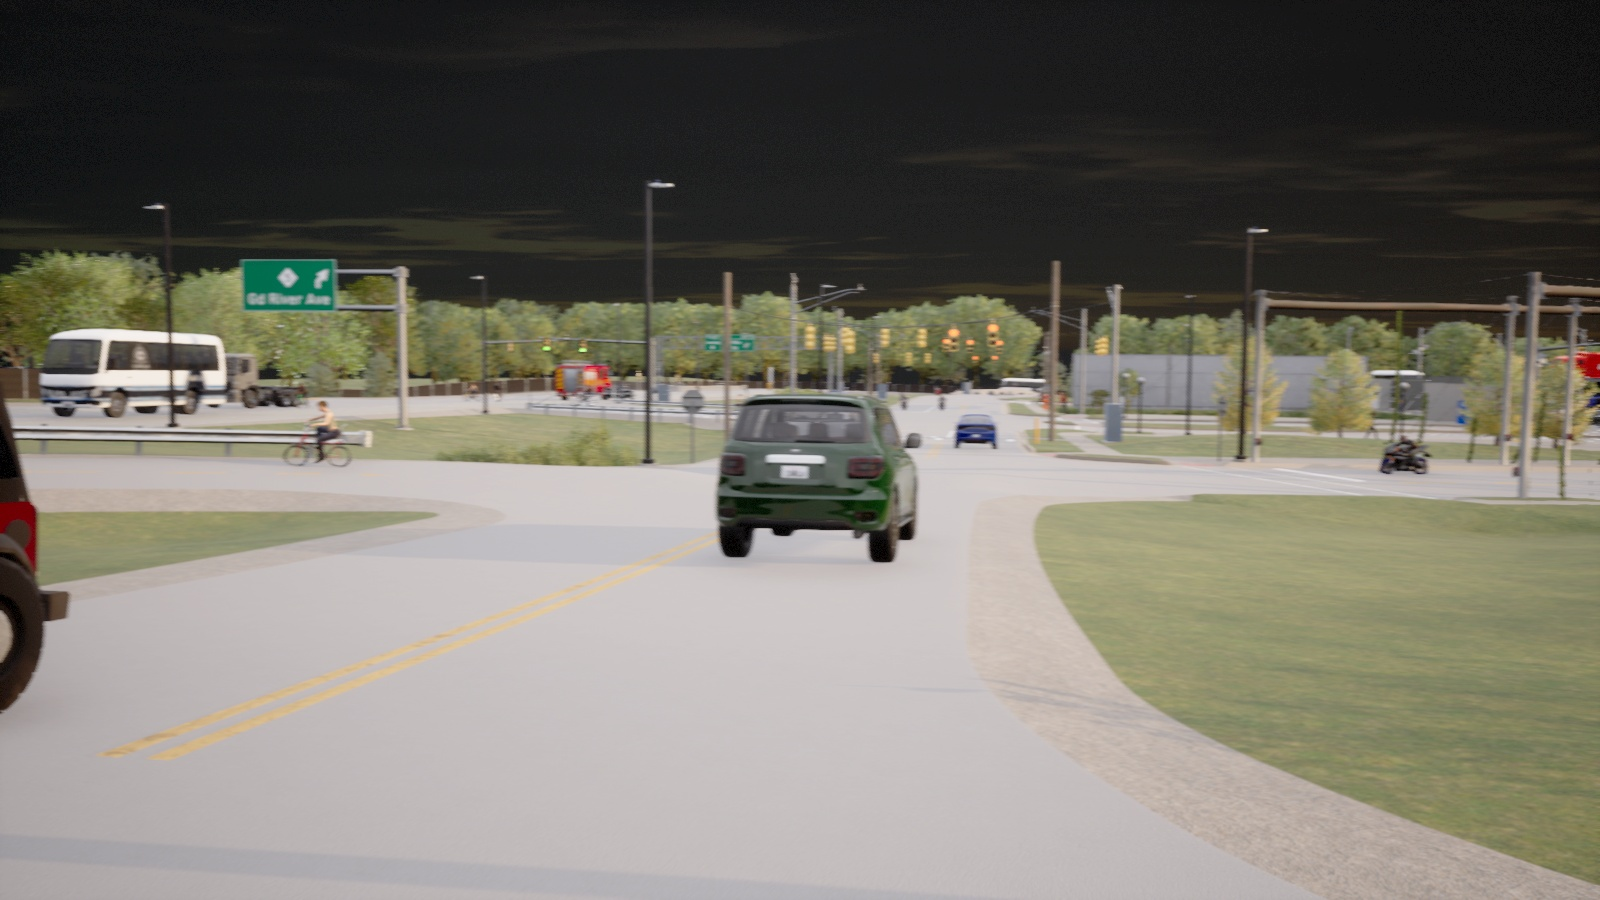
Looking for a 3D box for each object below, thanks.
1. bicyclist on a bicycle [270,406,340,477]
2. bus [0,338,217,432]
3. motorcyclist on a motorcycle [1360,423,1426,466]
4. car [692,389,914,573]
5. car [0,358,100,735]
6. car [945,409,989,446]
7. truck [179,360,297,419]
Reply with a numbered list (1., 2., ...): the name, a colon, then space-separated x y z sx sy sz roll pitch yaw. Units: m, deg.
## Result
1. bicyclist on a bicycle: -11.756 -0.202 29.810 1.509 1.612 0.866 0 6 -23
2. bus: -33.920 -3.268 62.400 3.944 4.253 10.273 0 3 8
3. motorcyclist on a motorcycle: 22.393 -0.217 47.413 2.191 1.530 0.866 0 4 -18
4. car: 0.268 0.298 16.867 2.150 2.045 5.566 0 1 9
5. car: -5.120 0.486 5.186 1.905 1.878 3.866 0 0 9
6. car: 7.562 -1.060 56.838 1.882 1.535 5.008 0 3 7
7. truck: -35.107 -3.833 78.839 2.891 3.462 7.936 0 3 8
